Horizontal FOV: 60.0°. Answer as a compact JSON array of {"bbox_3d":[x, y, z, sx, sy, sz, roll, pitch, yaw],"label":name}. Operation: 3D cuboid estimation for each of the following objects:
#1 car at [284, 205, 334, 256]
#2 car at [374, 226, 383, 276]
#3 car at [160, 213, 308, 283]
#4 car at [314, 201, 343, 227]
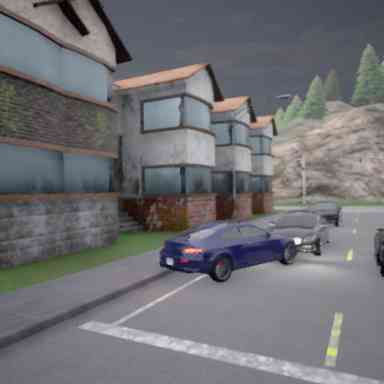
[{"bbox_3d":[4.349,1.487,13.247,1.837,1.490,4.892,-1,0,27],"label":"car"},{"bbox_3d":[6.438,1.501,9.611,1.994,1.385,4.181,-1,0,27],"label":"car"},{"bbox_3d":[1.230,1.567,9.906,4.674,1.442,1.812,-1,0,-39],"label":"car"},{"bbox_3d":[9.042,1.381,22.465,1.882,1.535,5.008,-1,0,28],"label":"car"}]
